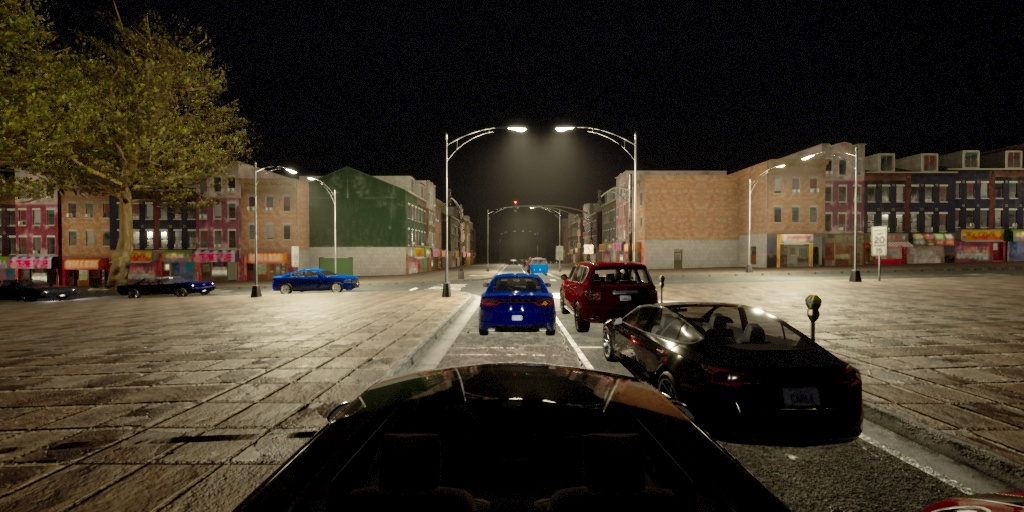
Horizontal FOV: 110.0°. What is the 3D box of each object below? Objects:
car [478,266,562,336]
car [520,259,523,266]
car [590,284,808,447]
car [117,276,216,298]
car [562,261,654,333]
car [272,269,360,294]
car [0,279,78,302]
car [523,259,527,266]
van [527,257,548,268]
[{"bbox_3d":[0.147,1.227,10.460,1.882,1.535,5.008,0,0,1],"label":"car"},{"bbox_3d":[2.874,1.356,64.127,2.007,1.370,4.403,0,0,0],"label":"car"},{"bbox_3d":[2.647,1.315,5.333,1.948,1.339,4.313,0,0,0],"label":"car"},{"bbox_3d":[-21.566,1.938,22.556,4.718,1.301,1.895,-2,1,0],"label":"car"},{"bbox_3d":[2.668,1.064,10.736,2.192,1.841,5.009,0,0,0],"label":"car"},{"bbox_3d":[-12.235,1.541,22.524,5.008,1.535,1.882,-2,1,-1],"label":"car"},{"bbox_3d":[-30.965,2.179,22.589,5.357,1.411,2.033,-2,1,1],"label":"car"},{"bbox_3d":[2.791,1.084,42.502,2.192,1.841,5.009,0,0,0],"label":"car"},{"bbox_3d":[2.770,1.104,37.096,1.690,1.789,3.998,0,0,0],"label":"van"}]
